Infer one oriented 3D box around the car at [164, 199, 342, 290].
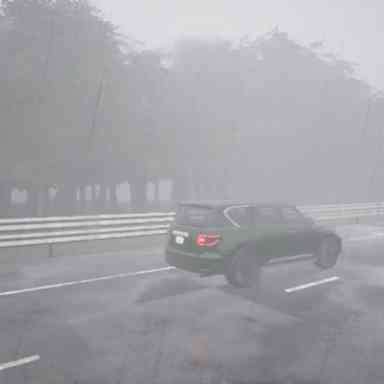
[{"bbox_3d":[1.893,1.223,9.395,5.566,2.045,2.150,0,0,-35],"label":"car"}]
